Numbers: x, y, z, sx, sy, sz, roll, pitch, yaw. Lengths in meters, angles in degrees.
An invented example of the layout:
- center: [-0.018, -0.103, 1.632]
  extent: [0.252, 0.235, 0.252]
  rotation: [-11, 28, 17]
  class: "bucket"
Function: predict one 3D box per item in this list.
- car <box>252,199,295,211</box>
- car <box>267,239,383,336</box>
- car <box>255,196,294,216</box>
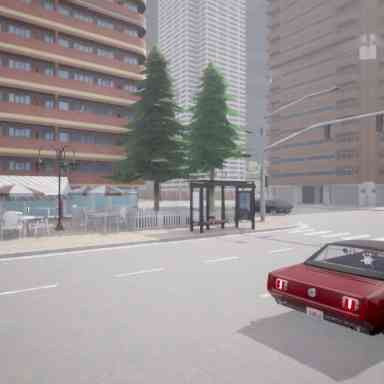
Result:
- center: [10.303, 1.603, 42.387]
  extent: [2.033, 1.411, 5.357]
  rotation: [0, 0, -36]
  class: "car"
- center: [3.718, 1.601, 6.461]
  extent: [4.718, 1.301, 1.895]
  rotation: [0, 0, -36]
  class: "car"
- center: [7.670, 1.533, 33.773]
  extent: [1.882, 1.535, 5.008]
  rotation: [0, 0, -36]
  class: "car"
